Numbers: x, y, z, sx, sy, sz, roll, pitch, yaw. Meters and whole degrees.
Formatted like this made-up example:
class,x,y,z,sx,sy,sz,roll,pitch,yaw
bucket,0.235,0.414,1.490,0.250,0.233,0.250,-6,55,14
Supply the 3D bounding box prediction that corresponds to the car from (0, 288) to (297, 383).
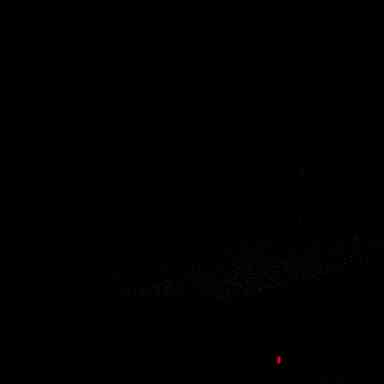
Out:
class,x,y,z,sx,sy,sz,roll,pitch,yaw
car,-1.601,1.547,2.226,5.357,1.411,2.033,0,0,-35
